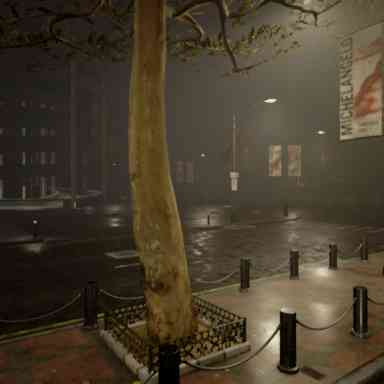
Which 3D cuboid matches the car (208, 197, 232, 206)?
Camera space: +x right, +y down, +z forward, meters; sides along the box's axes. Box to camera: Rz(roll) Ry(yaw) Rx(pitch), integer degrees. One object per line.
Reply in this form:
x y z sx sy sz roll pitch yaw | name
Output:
4.524 1.549 54.446 1.994 1.385 4.181 0 0 -36 | car

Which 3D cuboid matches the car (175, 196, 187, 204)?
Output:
-3.344 1.532 64.295 5.357 1.411 2.033 0 0 45 | car

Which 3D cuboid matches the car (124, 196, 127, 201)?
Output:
-18.068 1.451 80.764 4.674 1.442 1.812 0 0 12 | car

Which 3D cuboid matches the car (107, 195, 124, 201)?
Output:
-19.027 1.461 77.398 4.674 1.442 1.812 0 0 12 | car
